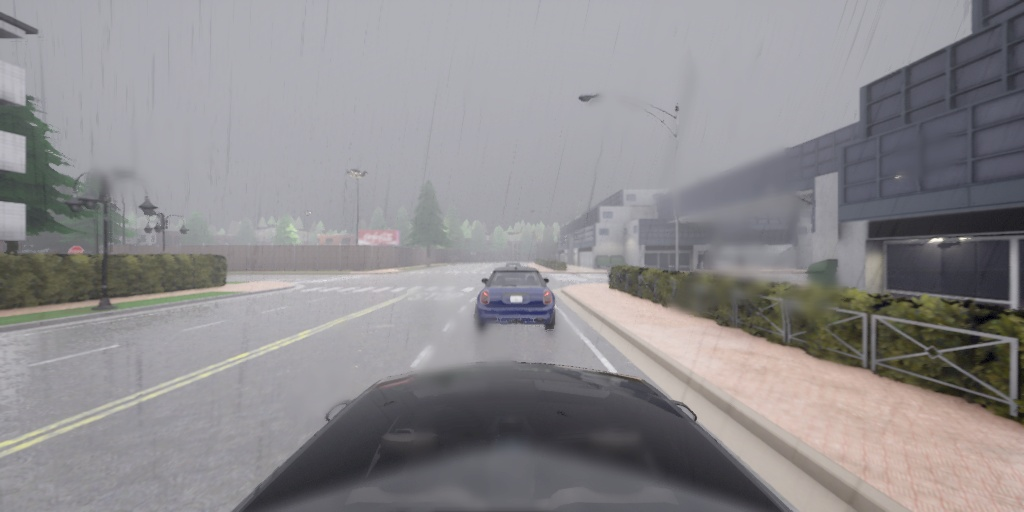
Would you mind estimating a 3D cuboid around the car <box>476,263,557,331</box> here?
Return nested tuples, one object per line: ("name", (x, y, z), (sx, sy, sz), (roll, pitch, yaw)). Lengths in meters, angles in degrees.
("car", (0.106, 1.092, 11.084), (2.097, 1.767, 4.553), (0, 0, 0))

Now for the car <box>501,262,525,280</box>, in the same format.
("car", (0.121, 1.282, 31.616), (1.994, 1.385, 4.181), (0, 0, 0))
